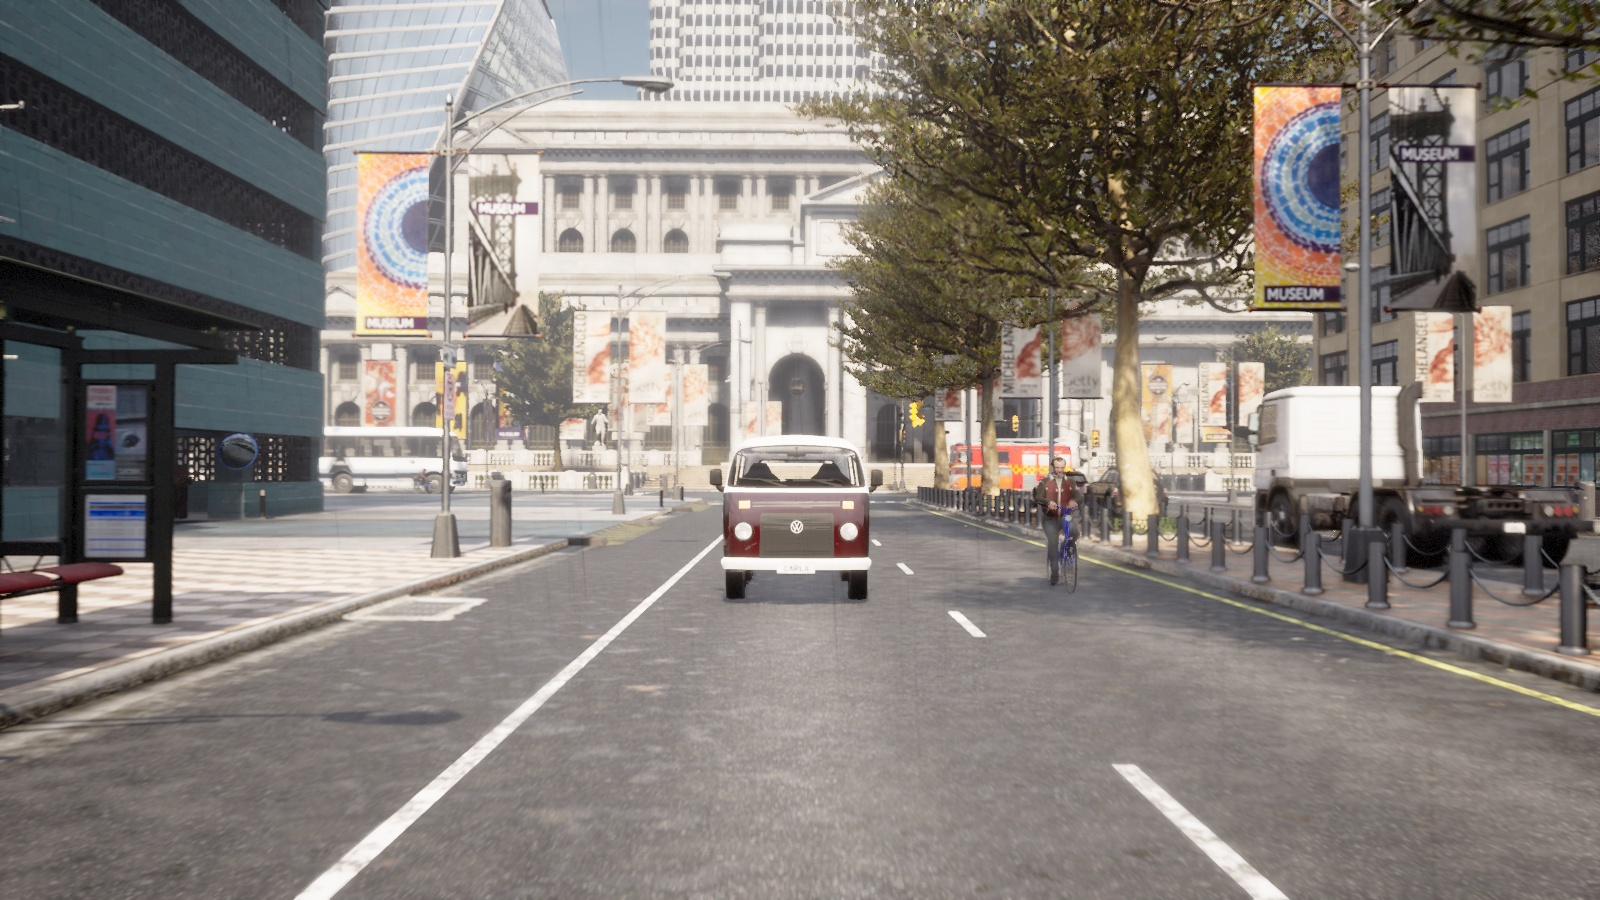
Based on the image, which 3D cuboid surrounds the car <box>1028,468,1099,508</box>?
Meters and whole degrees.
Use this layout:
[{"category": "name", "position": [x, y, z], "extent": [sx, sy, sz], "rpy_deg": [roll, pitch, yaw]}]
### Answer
[{"category": "car", "position": [11.319, 1.607, 54.221], "extent": [2.033, 1.649, 4.856], "rpy_deg": [0, -1, 0]}]

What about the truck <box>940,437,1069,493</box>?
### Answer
[{"category": "truck", "position": [14.074, 1.049, 86.919], "extent": [8.468, 3.827, 2.891], "rpy_deg": [0, -1, 0]}]

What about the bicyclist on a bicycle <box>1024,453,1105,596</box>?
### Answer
[{"category": "bicyclist on a bicycle", "position": [3.459, 0.948, 16.554], "extent": [0.659, 1.776, 1.843], "rpy_deg": [0, -1, 0]}]

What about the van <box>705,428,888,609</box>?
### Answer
[{"category": "van", "position": [-0.042, 0.814, 16.482], "extent": [2.069, 2.038, 4.480], "rpy_deg": [0, -1, 0]}]

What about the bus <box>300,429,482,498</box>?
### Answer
[{"category": "bus", "position": [-25.886, 0.880, 79.971], "extent": [10.273, 4.253, 3.944], "rpy_deg": [0, -1, 0]}]

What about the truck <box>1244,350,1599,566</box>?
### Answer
[{"category": "truck", "position": [11.437, 0.192, 24.223], "extent": [2.891, 3.462, 7.936], "rpy_deg": [0, -1, 0]}]

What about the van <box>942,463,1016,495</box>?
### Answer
[{"category": "van", "position": [11.456, 1.868, 80.449], "extent": [4.442, 1.987, 1.775], "rpy_deg": [0, -1, -27]}]

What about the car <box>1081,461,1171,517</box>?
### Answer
[{"category": "car", "position": [11.393, 1.325, 44.158], "extent": [1.932, 1.855, 4.605], "rpy_deg": [0, -1, 0]}]
